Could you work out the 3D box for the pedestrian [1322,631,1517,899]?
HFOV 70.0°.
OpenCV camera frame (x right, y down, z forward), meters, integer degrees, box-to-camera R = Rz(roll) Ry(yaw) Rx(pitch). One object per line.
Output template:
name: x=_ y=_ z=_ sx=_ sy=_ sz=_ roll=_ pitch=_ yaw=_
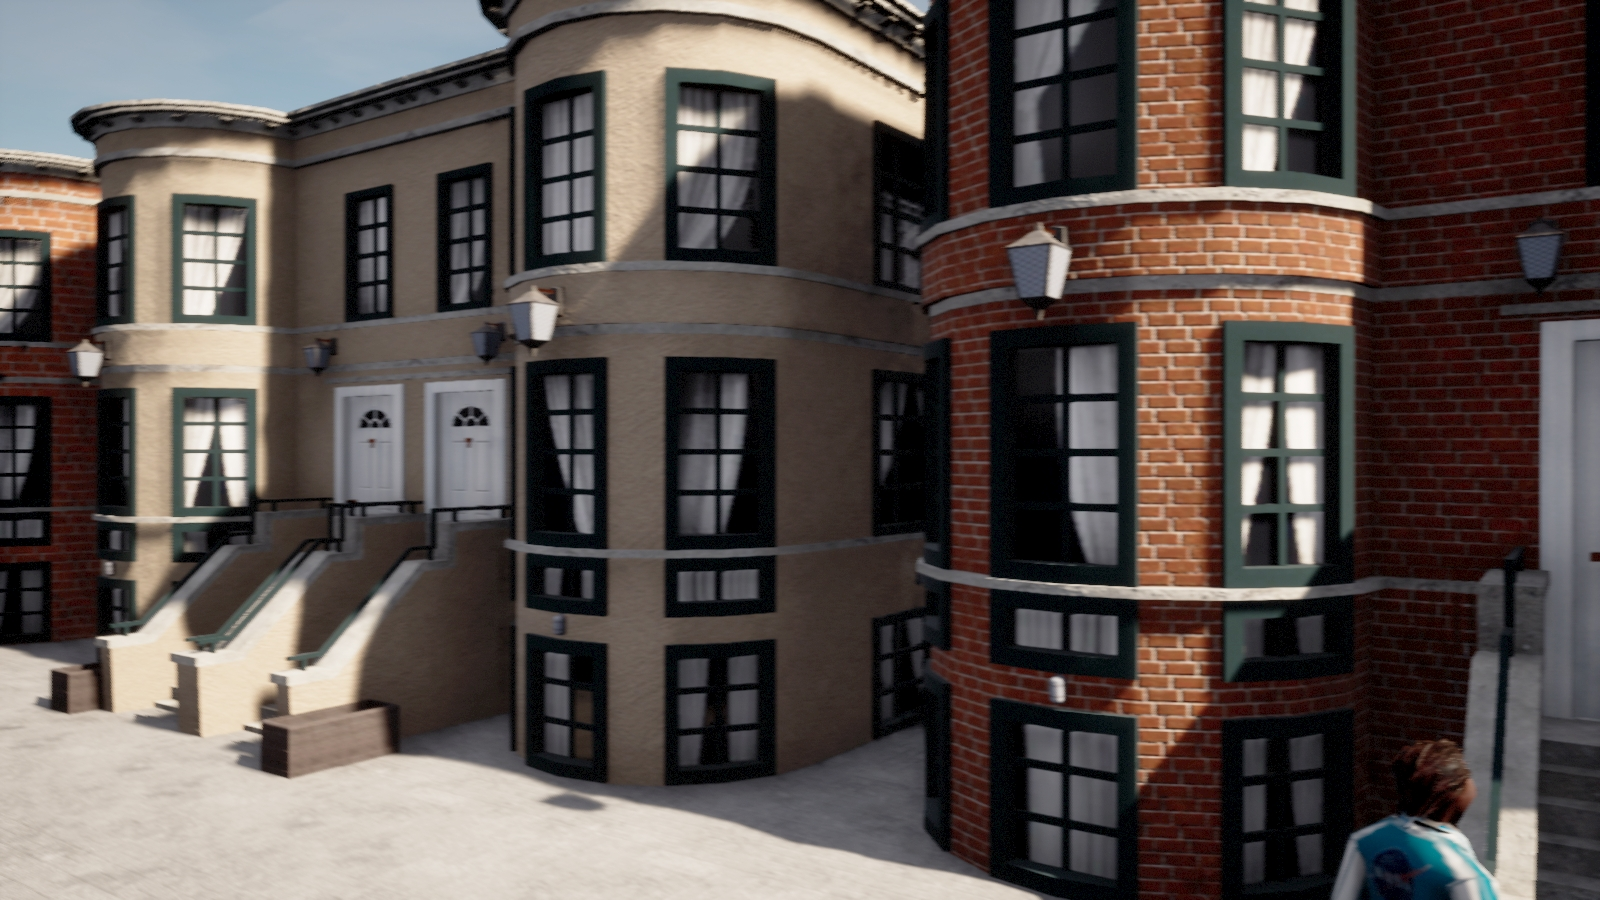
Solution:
pedestrian: x=1.903 y=1.525 z=3.533 sx=0.375 sy=1.860 sz=0.375 roll=0 pitch=0 yaw=-12
